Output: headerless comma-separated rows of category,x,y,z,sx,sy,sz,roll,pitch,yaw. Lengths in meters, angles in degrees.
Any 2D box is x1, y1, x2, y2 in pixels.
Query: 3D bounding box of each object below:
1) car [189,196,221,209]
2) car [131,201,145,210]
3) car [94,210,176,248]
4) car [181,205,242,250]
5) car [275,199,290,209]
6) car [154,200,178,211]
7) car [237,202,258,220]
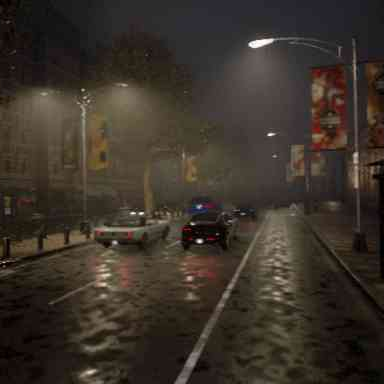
car,1.257,1.369,29.929,2.150,2.045,5.566,-1,0,15
car,-6.687,1.953,44.893,1.994,1.385,4.181,-1,0,15
car,-2.530,1.739,15.523,1.895,1.301,4.718,-1,0,15
car,0.905,1.578,14.828,1.837,1.490,4.892,-1,0,15
car,12.418,1.634,45.773,1.895,1.301,4.718,-1,0,15
car,-3.356,1.799,43.821,1.882,1.535,5.008,-1,-1,15
car,4.746,1.611,29.396,1.812,1.442,4.674,-1,0,15
